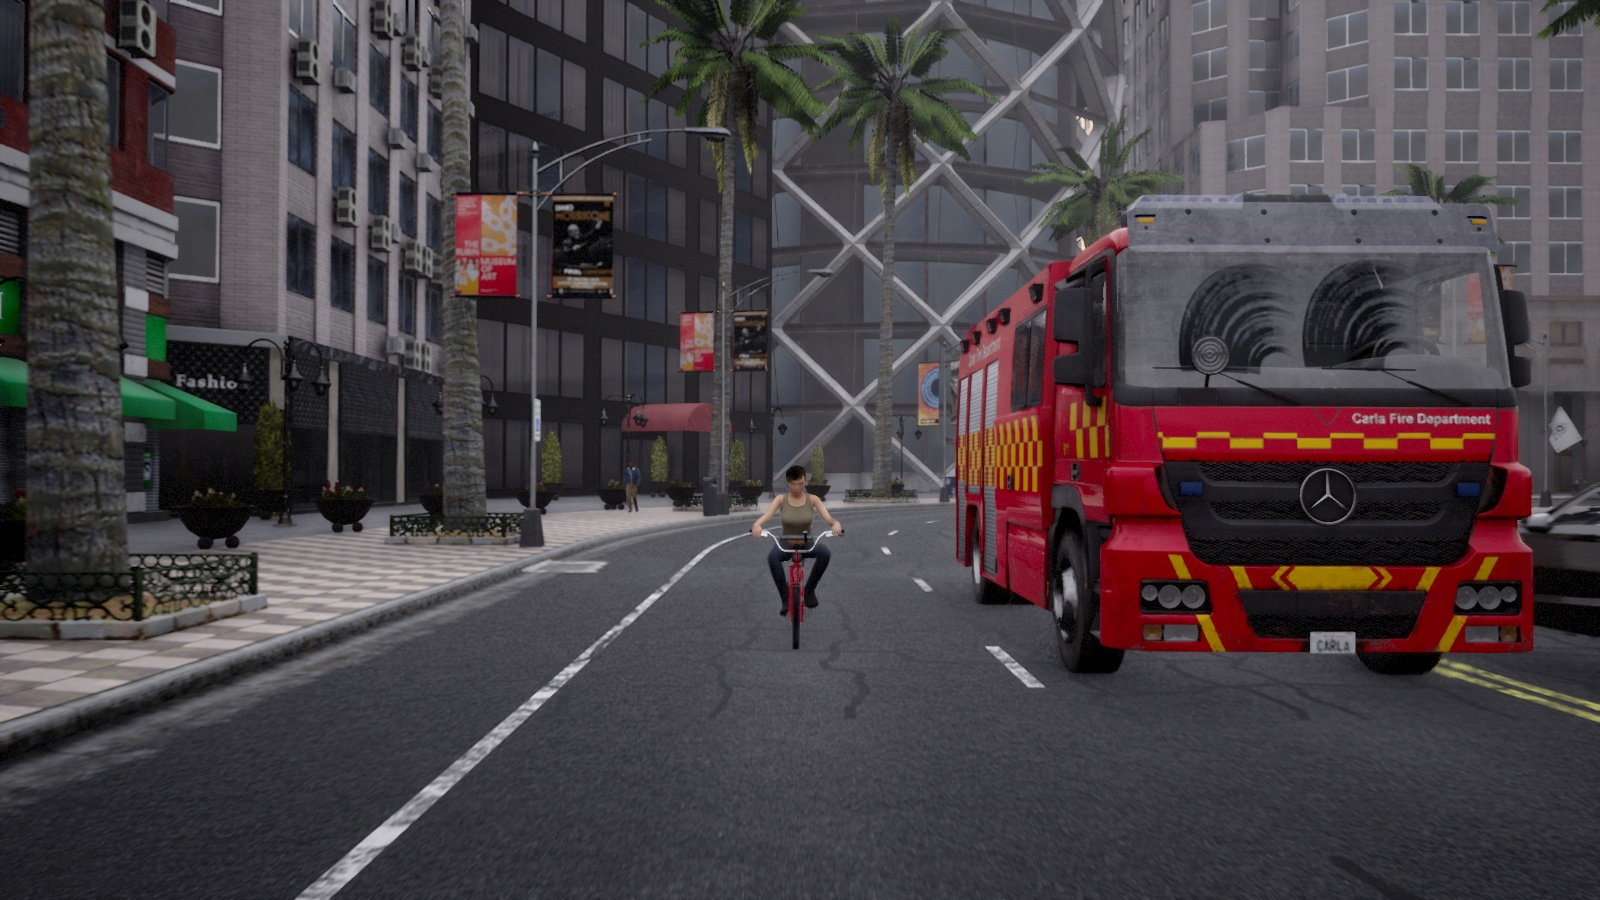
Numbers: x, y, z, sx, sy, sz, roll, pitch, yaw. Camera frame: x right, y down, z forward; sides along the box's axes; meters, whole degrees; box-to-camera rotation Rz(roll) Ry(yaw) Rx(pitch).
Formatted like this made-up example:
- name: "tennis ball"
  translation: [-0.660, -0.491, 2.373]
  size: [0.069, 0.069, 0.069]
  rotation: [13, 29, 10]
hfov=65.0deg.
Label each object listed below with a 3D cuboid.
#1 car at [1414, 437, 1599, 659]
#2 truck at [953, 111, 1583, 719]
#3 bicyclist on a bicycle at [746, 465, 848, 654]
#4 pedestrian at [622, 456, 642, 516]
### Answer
- name: "car"
  translation: [7.054, 0.732, 9.935]
  size: [2.152, 1.651, 5.027]
  rotation: [0, -1, 3]
- name: "truck"
  translation: [3.466, -0.159, 12.158]
  size: [2.891, 3.827, 8.468]
  rotation: [0, -1, 0]
- name: "bicyclist on a bicycle"
  translation: [-0.023, 0.944, 11.459]
  size: [0.866, 1.612, 1.509]
  rotation: [0, -1, 0]
- name: "pedestrian"
  translation: [-5.527, 1.189, 41.389]
  size: [0.423, 1.949, 0.788]
  rotation: [0, -1, 10]
